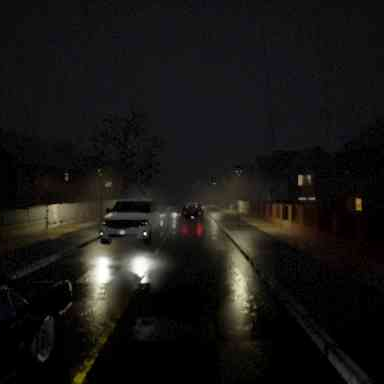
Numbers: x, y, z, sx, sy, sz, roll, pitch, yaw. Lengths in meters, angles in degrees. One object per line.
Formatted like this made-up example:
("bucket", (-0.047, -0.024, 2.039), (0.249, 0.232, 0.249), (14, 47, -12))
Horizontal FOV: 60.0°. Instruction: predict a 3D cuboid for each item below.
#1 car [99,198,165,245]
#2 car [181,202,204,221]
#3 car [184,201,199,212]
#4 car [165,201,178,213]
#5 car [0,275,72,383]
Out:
("car", (-2.815, 1.309, 16.319), (2.150, 2.045, 5.566), (0, 0, 1))
("car", (0.058, 1.792, 29.291), (1.895, 1.301, 4.718), (0, -1, 1))
("car", (-0.104, 1.941, 44.936), (1.895, 1.301, 4.718), (0, -1, -1))
("car", (-2.813, 1.828, 40.934), (1.812, 1.442, 4.674), (0, -1, -1))
("car", (-2.849, 1.615, 3.108), (1.895, 1.301, 4.718), (0, 0, 0))
